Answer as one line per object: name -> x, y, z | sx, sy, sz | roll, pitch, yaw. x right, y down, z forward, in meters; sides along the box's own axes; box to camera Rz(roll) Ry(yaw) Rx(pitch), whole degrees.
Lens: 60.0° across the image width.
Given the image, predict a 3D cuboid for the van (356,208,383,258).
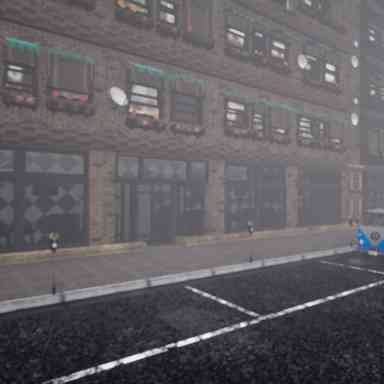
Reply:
van -> 7.530, 1.463, 11.926 | 3.998, 1.788, 1.690 | 1, 0, -35
